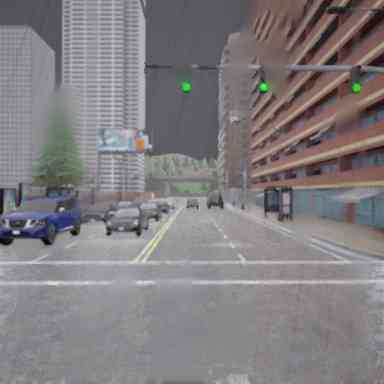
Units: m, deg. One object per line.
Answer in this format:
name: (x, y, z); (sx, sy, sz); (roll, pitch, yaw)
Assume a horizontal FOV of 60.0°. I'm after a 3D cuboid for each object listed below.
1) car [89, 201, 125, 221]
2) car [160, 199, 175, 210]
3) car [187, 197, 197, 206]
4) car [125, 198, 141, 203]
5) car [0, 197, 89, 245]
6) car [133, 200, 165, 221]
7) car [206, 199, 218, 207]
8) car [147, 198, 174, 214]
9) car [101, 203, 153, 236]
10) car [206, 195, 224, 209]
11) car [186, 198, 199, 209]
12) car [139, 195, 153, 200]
car: (-7.097, 1.650, 26.431); (2.033, 1.411, 5.357); (0, 0, 0)
car: (-3.520, 1.729, 47.999); (1.812, 1.442, 4.674); (0, 0, 0)
car: (0.001, 1.743, 60.295); (1.882, 1.535, 5.008); (0, 0, 0)
car: (-7.089, 1.668, 35.926); (1.812, 1.442, 4.674); (0, 0, 1)
car: (-7.097, 1.283, 16.183); (2.150, 2.045, 5.566); (0, 0, 0)
car: (-3.589, 1.648, 28.333); (1.812, 1.442, 4.674); (0, 0, 0)
car: (3.501, 1.873, 59.215); (1.895, 1.301, 4.718); (0, 0, 0)
car: (-3.581, 1.710, 38.044); (2.033, 1.411, 5.357); (0, 0, 0)
car: (-3.595, 1.611, 19.236); (1.812, 1.442, 4.674); (0, 0, 0)
car: (3.502, 1.454, 49.649); (2.150, 2.045, 5.566); (0, 0, 0)
car: (0.099, 1.772, 50.308); (2.033, 1.411, 5.357); (0, 0, 0)
car: (-7.041, 1.535, 45.770); (2.097, 1.767, 4.553); (0, 0, 0)
